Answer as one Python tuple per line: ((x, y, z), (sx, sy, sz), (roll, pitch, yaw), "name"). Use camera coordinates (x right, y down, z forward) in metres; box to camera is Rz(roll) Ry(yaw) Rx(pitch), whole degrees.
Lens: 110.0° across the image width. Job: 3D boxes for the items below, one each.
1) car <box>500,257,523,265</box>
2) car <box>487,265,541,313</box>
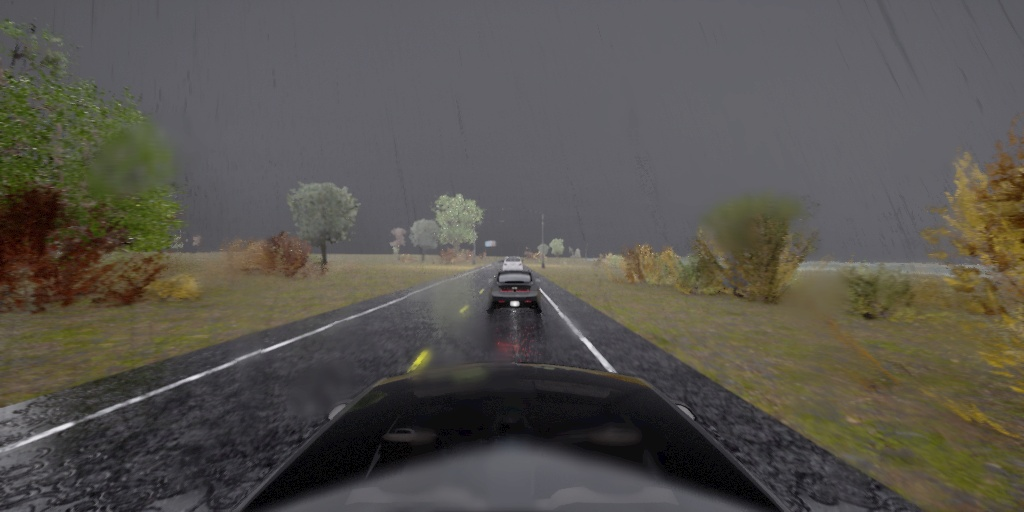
((0.086, 1.077, 42.061), (2.150, 2.045, 5.566), (0, 0, 0), "car")
((0.094, 1.290, 14.123), (1.837, 1.490, 4.892), (0, 0, 0), "car")
